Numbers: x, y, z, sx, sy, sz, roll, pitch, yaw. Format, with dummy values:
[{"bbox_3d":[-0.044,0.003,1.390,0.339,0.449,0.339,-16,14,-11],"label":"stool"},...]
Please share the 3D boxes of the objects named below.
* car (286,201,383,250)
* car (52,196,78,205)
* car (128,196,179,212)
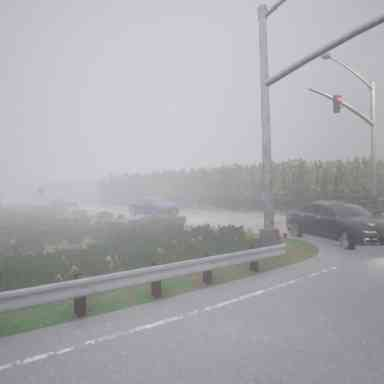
[{"bbox_3d":[5.477,1.124,12.582,1.837,1.490,4.892,-1,1,-17],"label":"car"},{"bbox_3d":[-15.118,1.210,39.314,1.812,1.442,4.674,-3,2,-41],"label":"car"},{"bbox_3d":[-2.923,1.078,24.921,1.882,1.535,5.008,-3,2,-40],"label":"car"}]
